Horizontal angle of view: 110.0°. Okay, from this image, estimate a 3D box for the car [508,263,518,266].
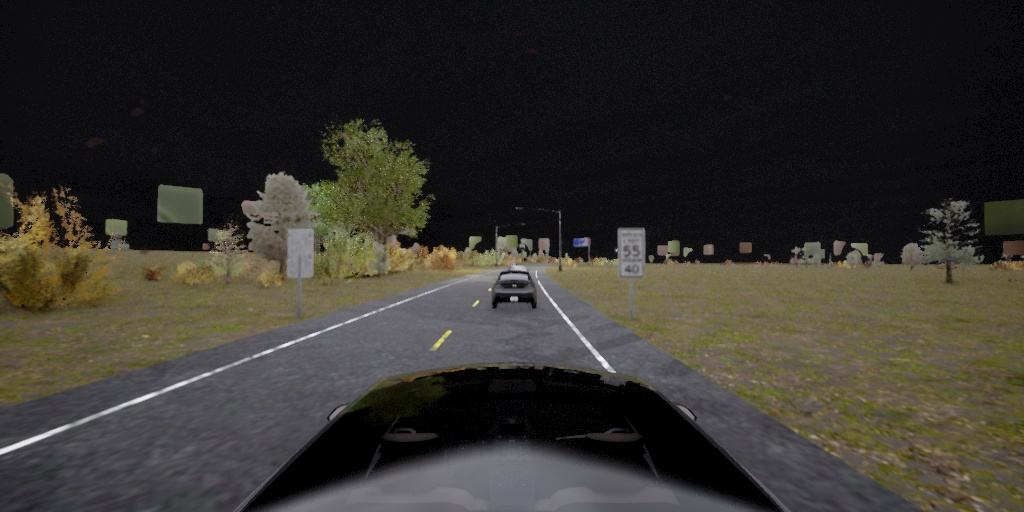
[{"bbox_3d":[0.581,1.553,31.102,1.812,1.442,4.674,0,0,3],"label":"car"}]

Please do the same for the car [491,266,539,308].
[{"bbox_3d":[0.130,1.392,16.066,1.837,1.490,4.892,0,0,1],"label":"car"}]
